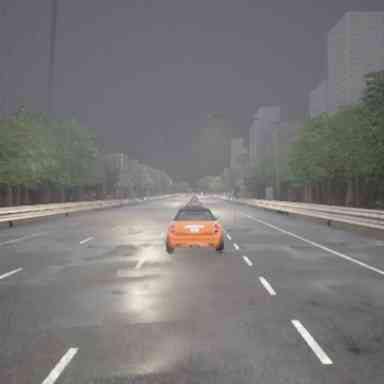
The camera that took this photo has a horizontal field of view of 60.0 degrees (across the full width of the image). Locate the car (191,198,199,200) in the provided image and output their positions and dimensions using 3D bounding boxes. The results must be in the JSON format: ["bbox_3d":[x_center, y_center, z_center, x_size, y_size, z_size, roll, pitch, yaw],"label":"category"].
[{"bbox_3d":[0.263,1.626,31.854,1.882,1.535,5.008,0,0,0],"label":"car"}]

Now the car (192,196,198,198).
[{"bbox_3d":[0.518,1.896,62.964,1.994,1.385,4.181,0,0,0],"label":"car"}]

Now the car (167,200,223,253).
[{"bbox_3d":[0.115,1.408,14.182,2.097,1.767,4.553,0,0,0],"label":"car"}]
